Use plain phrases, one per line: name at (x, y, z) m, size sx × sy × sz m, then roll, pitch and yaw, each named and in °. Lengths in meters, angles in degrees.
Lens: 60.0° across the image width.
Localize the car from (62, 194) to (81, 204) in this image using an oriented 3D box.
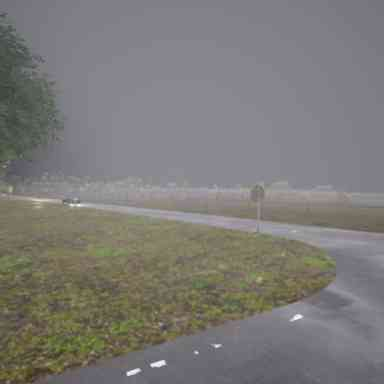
car at (-18.276, 0.999, 50.238) m, size 2.128 × 1.511 × 4.902 m, roll 2°, pitch -1°, yaw -35°
